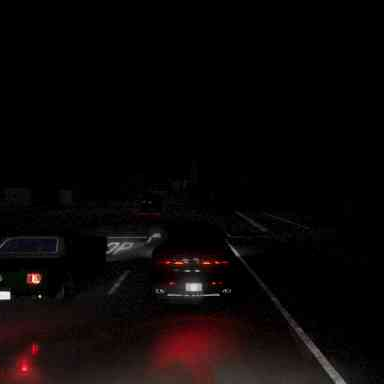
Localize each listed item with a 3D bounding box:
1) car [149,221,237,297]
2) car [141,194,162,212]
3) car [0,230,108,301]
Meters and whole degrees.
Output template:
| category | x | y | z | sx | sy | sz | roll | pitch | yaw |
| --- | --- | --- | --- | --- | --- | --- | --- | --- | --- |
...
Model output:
| category | x | y | z | sx | sy | sz | roll | pitch | yaw |
| --- | --- | --- | --- | --- | --- | --- | --- | --- | --- |
| car | 0.000 | 1.505 | 8.553 | 1.837 | 1.490 | 4.892 | 0 | 0 | -1 |
| car | -4.869 | 1.292 | 40.295 | 2.150 | 2.045 | 5.566 | 0 | -1 | -3 |
| car | -3.486 | 1.601 | 8.285 | 1.895 | 1.301 | 4.718 | 0 | 0 | -1 |
